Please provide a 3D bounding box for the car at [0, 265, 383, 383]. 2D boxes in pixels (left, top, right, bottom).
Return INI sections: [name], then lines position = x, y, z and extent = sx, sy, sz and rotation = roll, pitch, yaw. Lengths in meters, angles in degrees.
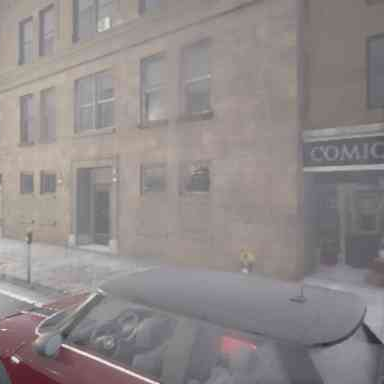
[car]
position = -0.301, 1.442, 3.062
extent = 4.097, 1.590, 1.967
rotation = 0, 0, 36
